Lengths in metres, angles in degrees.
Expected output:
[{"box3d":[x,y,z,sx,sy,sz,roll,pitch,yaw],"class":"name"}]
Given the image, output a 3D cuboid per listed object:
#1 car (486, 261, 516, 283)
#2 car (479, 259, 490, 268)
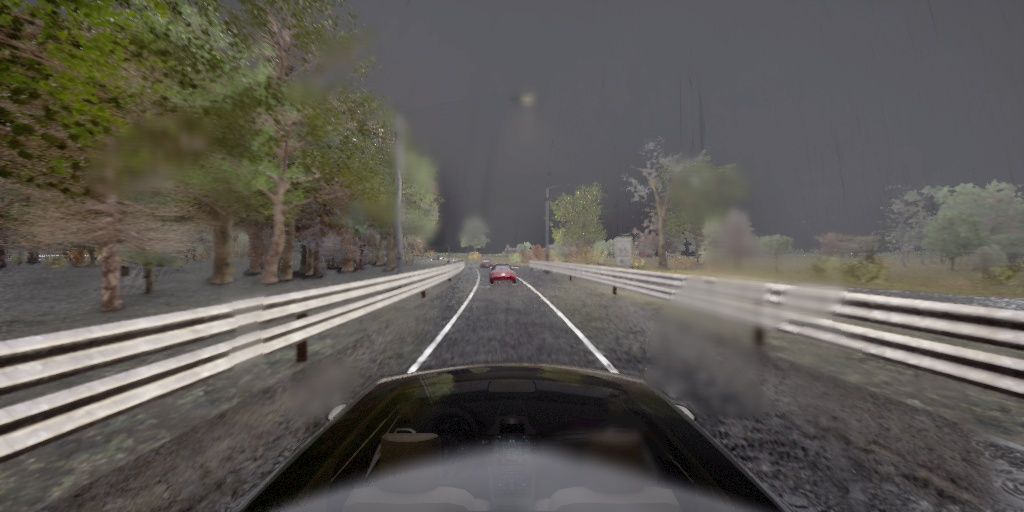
[{"box3d":[-0.795,1.315,28.285,1.994,1.385,4.181,0,0,-4],"class":"car"},{"box3d":[-4.307,1.277,59.255,1.812,1.442,4.674,0,0,-9],"class":"car"}]
